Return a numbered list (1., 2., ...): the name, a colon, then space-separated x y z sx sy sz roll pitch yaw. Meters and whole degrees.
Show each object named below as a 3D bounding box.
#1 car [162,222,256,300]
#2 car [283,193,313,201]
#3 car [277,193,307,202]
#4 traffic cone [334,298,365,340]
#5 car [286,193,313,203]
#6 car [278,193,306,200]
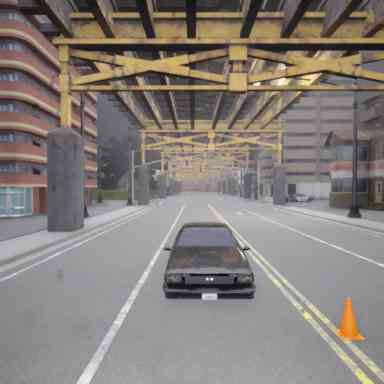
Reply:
1. car: 0.357 1.533 8.801 2.033 1.411 5.357 0 0 1
2. car: 17.484 0.849 54.940 4.536 1.218 1.853 0 1 -20
3. car: 17.781 0.959 59.081 4.974 1.542 2.038 0 1 25
4. traffic cone: 2.451 1.949 5.195 0.340 0.580 0.340 0 0 0
5. car: 17.435 1.007 54.924 4.974 1.542 2.038 0 1 -20
6. car: 17.829 0.802 59.058 4.536 1.218 1.853 0 1 25
